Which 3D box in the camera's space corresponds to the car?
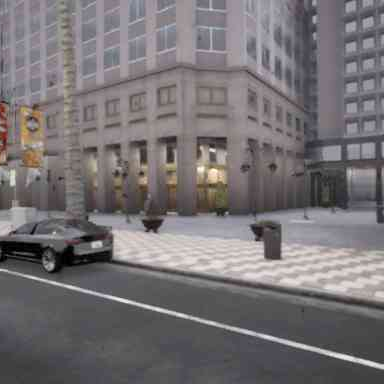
[{"bbox_3d":[-4.724,1.623,11.117,4.786,1.482,2.161,-1,0,35],"label":"car"}]
